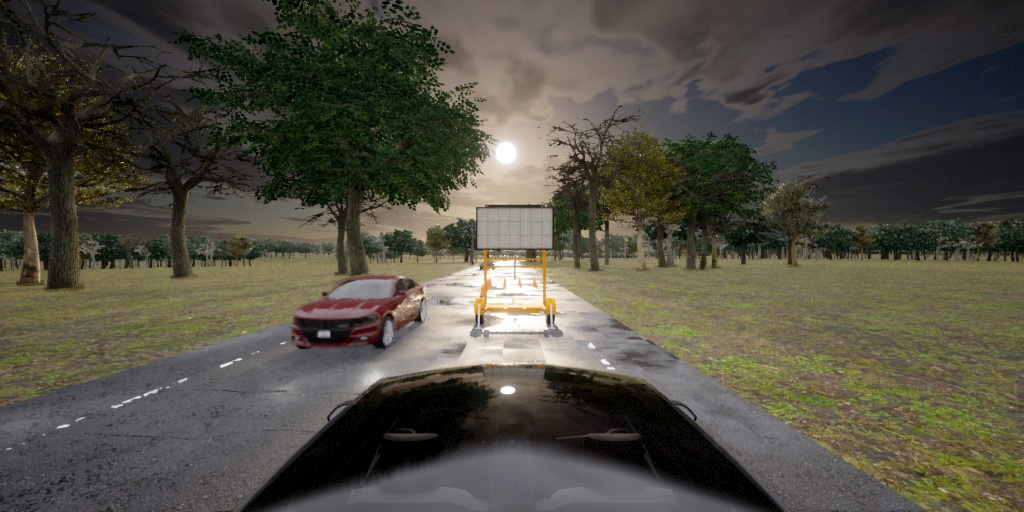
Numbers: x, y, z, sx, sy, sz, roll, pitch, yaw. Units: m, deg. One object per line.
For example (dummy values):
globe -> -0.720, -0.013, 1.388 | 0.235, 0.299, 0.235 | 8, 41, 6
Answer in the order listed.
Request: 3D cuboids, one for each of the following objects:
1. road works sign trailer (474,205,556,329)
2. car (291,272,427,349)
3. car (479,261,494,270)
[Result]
road works sign trailer -> 0.090, 0.211, 11.194 | 2.380, 3.560, 2.880 | 0, 0, 0
car -> -3.597, 1.225, 9.363 | 1.882, 1.535, 5.008 | 0, 0, 0
car -> -3.582, 1.345, 51.661 | 1.994, 1.385, 4.181 | 0, 0, 0
